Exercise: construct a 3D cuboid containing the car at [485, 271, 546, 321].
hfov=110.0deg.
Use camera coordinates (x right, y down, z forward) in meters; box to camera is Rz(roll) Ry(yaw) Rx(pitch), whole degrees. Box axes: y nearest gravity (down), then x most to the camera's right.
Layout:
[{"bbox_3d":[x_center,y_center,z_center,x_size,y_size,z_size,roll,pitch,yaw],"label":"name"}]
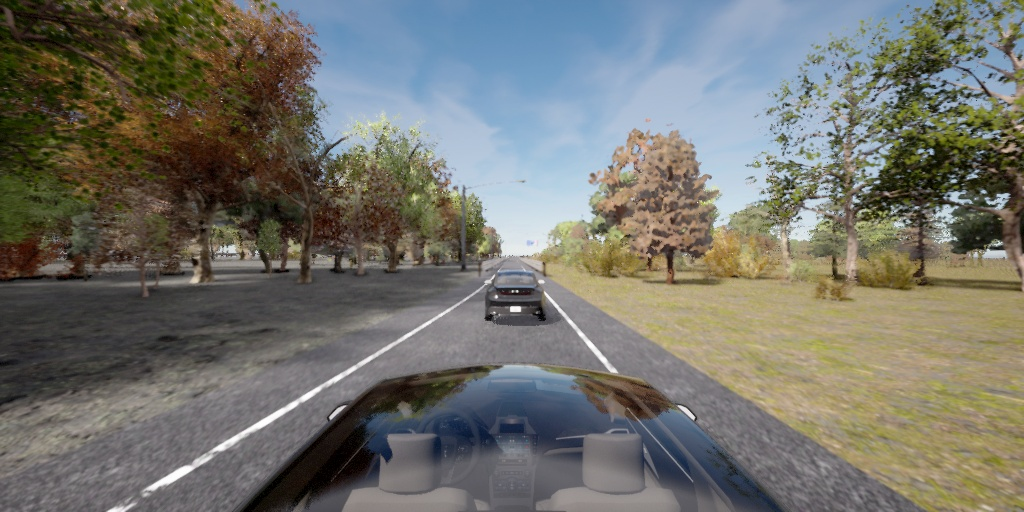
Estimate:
[{"bbox_3d":[0.103,1.236,12.443,1.837,1.490,4.892,0,0,0],"label":"car"}]
